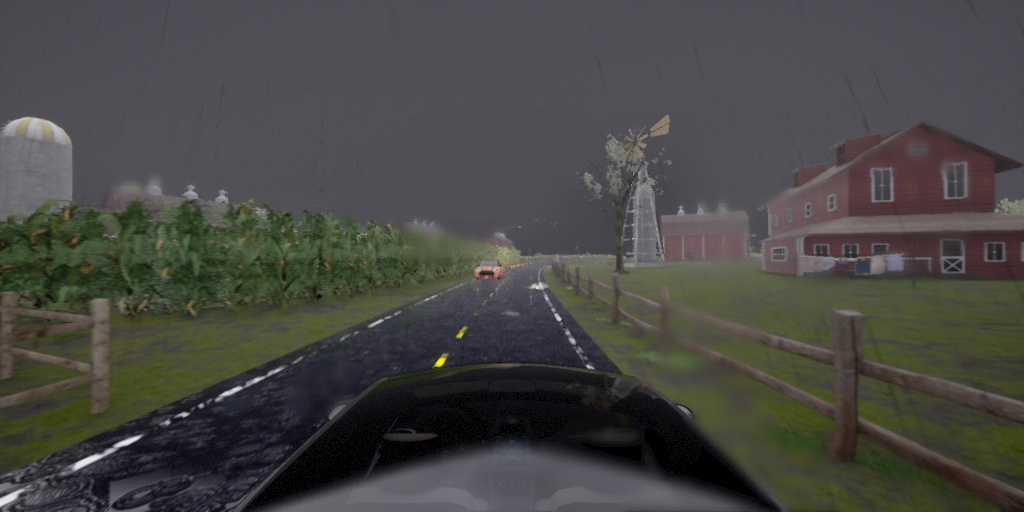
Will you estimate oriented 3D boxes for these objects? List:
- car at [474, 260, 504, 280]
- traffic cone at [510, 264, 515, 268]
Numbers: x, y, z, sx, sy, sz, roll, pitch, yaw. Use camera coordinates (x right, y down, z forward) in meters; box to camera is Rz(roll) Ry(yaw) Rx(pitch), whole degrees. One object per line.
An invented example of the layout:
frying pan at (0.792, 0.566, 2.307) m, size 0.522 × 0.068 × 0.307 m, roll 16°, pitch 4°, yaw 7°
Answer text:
car at (-1.877, 1.103, 30.743) m, size 2.097 × 1.767 × 4.553 m, roll 0°, pitch 0°, yaw 4°
traffic cone at (-0.158, 1.708, 60.075) m, size 0.340 × 0.580 × 0.340 m, roll 0°, pitch 0°, yaw 7°
